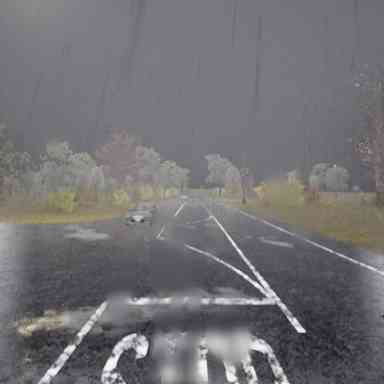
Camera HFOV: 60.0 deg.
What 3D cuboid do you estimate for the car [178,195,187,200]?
[{"bbox_3d":[-2.475,1.502,86.177,1.895,1.301,4.718,0,0,5],"label":"car"}]

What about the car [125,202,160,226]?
[{"bbox_3d":[-3.368,1.495,23.268,2.128,1.511,4.902,0,0,0],"label":"car"}]
